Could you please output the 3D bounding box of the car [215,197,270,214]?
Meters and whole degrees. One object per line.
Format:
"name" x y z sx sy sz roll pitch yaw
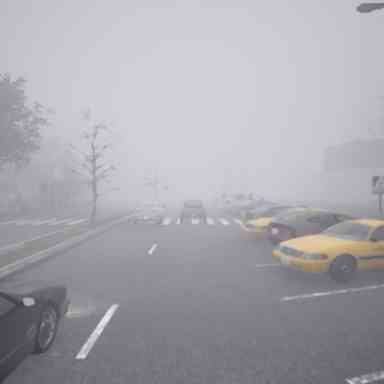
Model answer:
"car" 5.082 1.325 33.326 5.008 1.535 2.097 1 0 -20

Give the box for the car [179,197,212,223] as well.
"car" 0.099 1.349 24.244 2.128 1.511 4.902 0 0 0

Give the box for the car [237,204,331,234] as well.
"car" 5.070 1.419 18.420 4.674 1.452 2.002 1 0 -20

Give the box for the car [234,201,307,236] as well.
"car" 4.900 1.391 15.371 5.366 1.575 1.946 1 1 -20

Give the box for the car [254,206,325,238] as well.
"car" 5.099 1.447 12.467 4.792 1.488 2.163 1 0 -20

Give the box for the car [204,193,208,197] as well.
"car" 4.907 1.312 48.174 5.366 1.575 1.946 1 0 -20

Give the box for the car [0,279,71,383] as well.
"car" -2.897 1.535 2.982 2.033 1.411 5.357 0 0 0

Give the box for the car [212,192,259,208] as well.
"car" 5.105 1.080 30.361 5.566 2.045 2.435 1 0 -20

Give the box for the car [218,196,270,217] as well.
"car" 5.085 1.341 27.360 4.892 1.521 2.231 1 0 -20

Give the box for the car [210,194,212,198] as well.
"car" 5.251 1.319 39.359 5.366 1.575 1.946 1 0 -20

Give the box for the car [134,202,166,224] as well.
"car" -2.895 1.389 23.260 1.812 1.442 4.674 0 0 0

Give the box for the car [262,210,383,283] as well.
"car" 4.899 1.434 9.405 5.366 1.575 1.946 1 1 -20

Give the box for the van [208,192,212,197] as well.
"van" 4.973 1.091 45.215 4.442 1.987 1.878 1 0 -20

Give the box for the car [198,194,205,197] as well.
"car" 0.109 1.319 40.426 2.128 1.511 4.902 0 0 0
